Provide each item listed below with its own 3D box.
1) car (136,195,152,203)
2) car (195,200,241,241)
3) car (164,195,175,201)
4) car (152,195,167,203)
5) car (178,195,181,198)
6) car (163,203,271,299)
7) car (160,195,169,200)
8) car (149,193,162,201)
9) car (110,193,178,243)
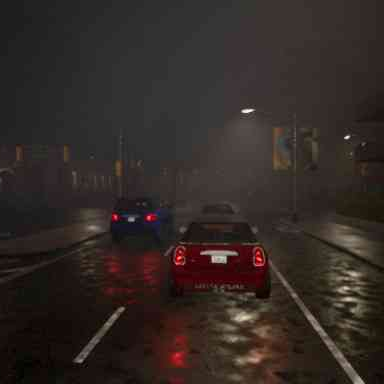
[{"bbox_3d":[-9.847,1.440,68.292,2.128,1.511,4.902,0,0,5],"label":"car"},{"bbox_3d":[1.350,1.338,17.399,2.097,1.767,4.553,0,0,4],"label":"car"},{"bbox_3d":[-5.404,1.491,80.286,1.994,1.385,4.181,0,0,4],"label":"car"},{"bbox_3d":[-6.446,1.440,67.090,2.128,1.511,4.902,0,0,5],"label":"car"},{"bbox_3d":[-4.263,1.451,94.992,1.812,1.442,4.674,0,0,4],"label":"car"},{"bbox_3d":[0.694,1.345,8.688,2.097,1.767,4.553,0,0,4],"label":"car"},{"bbox_3d":[-7.770,1.479,95.030,1.994,1.385,4.181,0,0,4],"label":"car"},{"bbox_3d":[-8.878,1.164,80.749,2.150,2.045,5.566,0,0,4],"label":"car"},{"bbox_3d":[-2.248,1.209,16.177,2.150,2.045,5.566,0,0,5],"label":"car"}]
